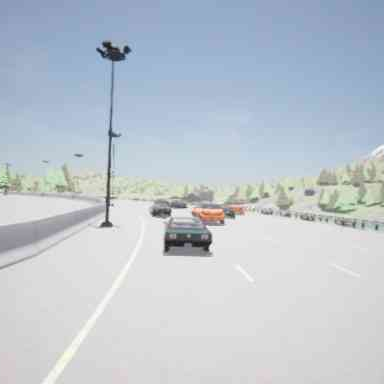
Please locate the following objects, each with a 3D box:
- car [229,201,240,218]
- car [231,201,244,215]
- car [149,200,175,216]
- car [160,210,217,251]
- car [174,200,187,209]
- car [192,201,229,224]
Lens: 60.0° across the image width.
[{"bbox_3d":[3.223,2.053,36.360,1.994,1.385,4.181,2,-1,-13],"label":"car"},{"bbox_3d":[5.071,1.981,43.537,2.097,1.767,4.553,2,-1,-15],"label":"car"},{"bbox_3d":[-3.376,1.835,34.748,1.895,1.301,4.718,2,-1,-13],"label":"car"},{"bbox_3d":[-0.341,1.741,14.807,1.895,1.301,4.718,2,-1,-5],"label":"car"},{"bbox_3d":[-2.381,2.055,56.319,1.994,1.385,4.181,2,-1,-20],"label":"car"},{"bbox_3d":[1.259,1.685,28.131,2.097,1.767,4.553,2,-1,-10],"label":"car"}]
